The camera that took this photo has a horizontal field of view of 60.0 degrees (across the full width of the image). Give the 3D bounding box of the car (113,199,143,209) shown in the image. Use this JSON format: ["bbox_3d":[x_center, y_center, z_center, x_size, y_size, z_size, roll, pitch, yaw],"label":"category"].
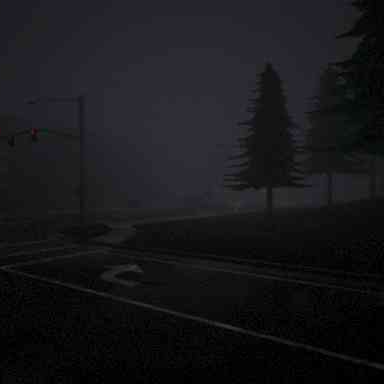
[{"bbox_3d":[-9.621,1.727,50.020,1.882,1.535,5.008,0,0,35],"label":"car"}]

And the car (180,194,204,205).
[{"bbox_3d":[0.090,1.472,63.781,2.150,2.045,5.566,0,0,36],"label":"car"}]
